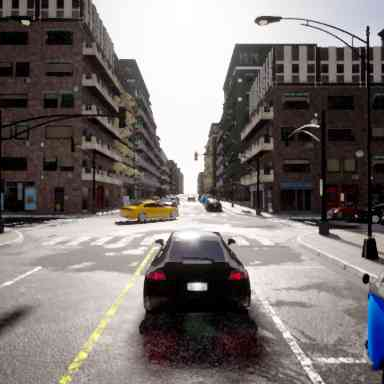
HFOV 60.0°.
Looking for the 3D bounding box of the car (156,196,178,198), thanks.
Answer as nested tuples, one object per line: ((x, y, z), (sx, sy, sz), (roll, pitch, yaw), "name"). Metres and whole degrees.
((-3.173, 1.572, 40.934), (1.994, 1.385, 4.181), (0, 0, 0), "car")

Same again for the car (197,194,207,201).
((2.554, 1.338, 85.095), (2.192, 1.841, 5.009), (1, 0, 0), "car")

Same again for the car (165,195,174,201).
((-5.830, 1.574, 85.080), (2.008, 1.369, 4.403), (1, 0, 0), "car")

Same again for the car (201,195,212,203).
((2.621, 1.560, 45.597), (2.008, 1.369, 4.403), (1, 0, 0), "car")

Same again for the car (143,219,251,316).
((0.087, 1.565, 7.610), (1.994, 1.385, 4.181), (0, 0, 0), "car")

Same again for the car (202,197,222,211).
((2.631, 1.574, 39.955), (1.947, 1.339, 4.313), (1, 0, 0), "car")

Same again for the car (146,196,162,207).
((-5.768, 1.451, 51.225), (1.967, 1.590, 4.097), (1, 0, 0), "car")

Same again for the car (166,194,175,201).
((-5.839, 1.466, 90.723), (1.967, 1.590, 4.097), (1, 0, 0), "car")

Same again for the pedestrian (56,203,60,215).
((-12.595, 1.592, 31.362), (0.500, 1.100, 0.500), (0, -1, 1), "pedestrian")

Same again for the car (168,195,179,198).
((-3.186, 1.488, 49.651), (1.882, 1.535, 5.008), (0, 0, 0), "car")

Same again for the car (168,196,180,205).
((-3.177, 1.491, 60.027), (1.882, 1.535, 5.008), (0, 0, 0), "car")

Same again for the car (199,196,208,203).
((2.569, 1.601, 73.810), (1.802, 1.307, 4.206), (1, 0, 0), "car")

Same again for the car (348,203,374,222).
((15.063, 1.631, 25.552), (4.892, 1.490, 1.837), (0, -1, 0), "car")

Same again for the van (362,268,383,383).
((2.670, 1.341, 2.008), (1.690, 1.788, 3.998), (1, 0, 0), "van")

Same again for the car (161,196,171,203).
((-5.810, 1.563, 73.795), (1.887, 1.381, 4.507), (1, 0, 0), "car")

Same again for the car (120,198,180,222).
((-3.294, 1.483, 26.577), (5.008, 1.535, 1.882), (0, 1, -42), "car")

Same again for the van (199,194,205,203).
((2.604, 1.354, 56.882), (1.690, 1.788, 3.998), (1, 0, 0), "van")

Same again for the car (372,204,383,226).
((13.503, 1.580, 19.778), (4.313, 1.339, 1.947), (0, -1, 1), "car")

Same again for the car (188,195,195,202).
((-0.145, 1.547, 80.485), (2.128, 1.511, 4.902), (0, 0, 0), "car")

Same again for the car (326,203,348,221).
((13.591, 1.604, 28.159), (4.097, 1.590, 1.967), (0, -1, 1), "car")

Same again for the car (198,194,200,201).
((2.580, 1.542, 68.337), (1.752, 1.417, 4.829), (1, 0, 0), "car")
